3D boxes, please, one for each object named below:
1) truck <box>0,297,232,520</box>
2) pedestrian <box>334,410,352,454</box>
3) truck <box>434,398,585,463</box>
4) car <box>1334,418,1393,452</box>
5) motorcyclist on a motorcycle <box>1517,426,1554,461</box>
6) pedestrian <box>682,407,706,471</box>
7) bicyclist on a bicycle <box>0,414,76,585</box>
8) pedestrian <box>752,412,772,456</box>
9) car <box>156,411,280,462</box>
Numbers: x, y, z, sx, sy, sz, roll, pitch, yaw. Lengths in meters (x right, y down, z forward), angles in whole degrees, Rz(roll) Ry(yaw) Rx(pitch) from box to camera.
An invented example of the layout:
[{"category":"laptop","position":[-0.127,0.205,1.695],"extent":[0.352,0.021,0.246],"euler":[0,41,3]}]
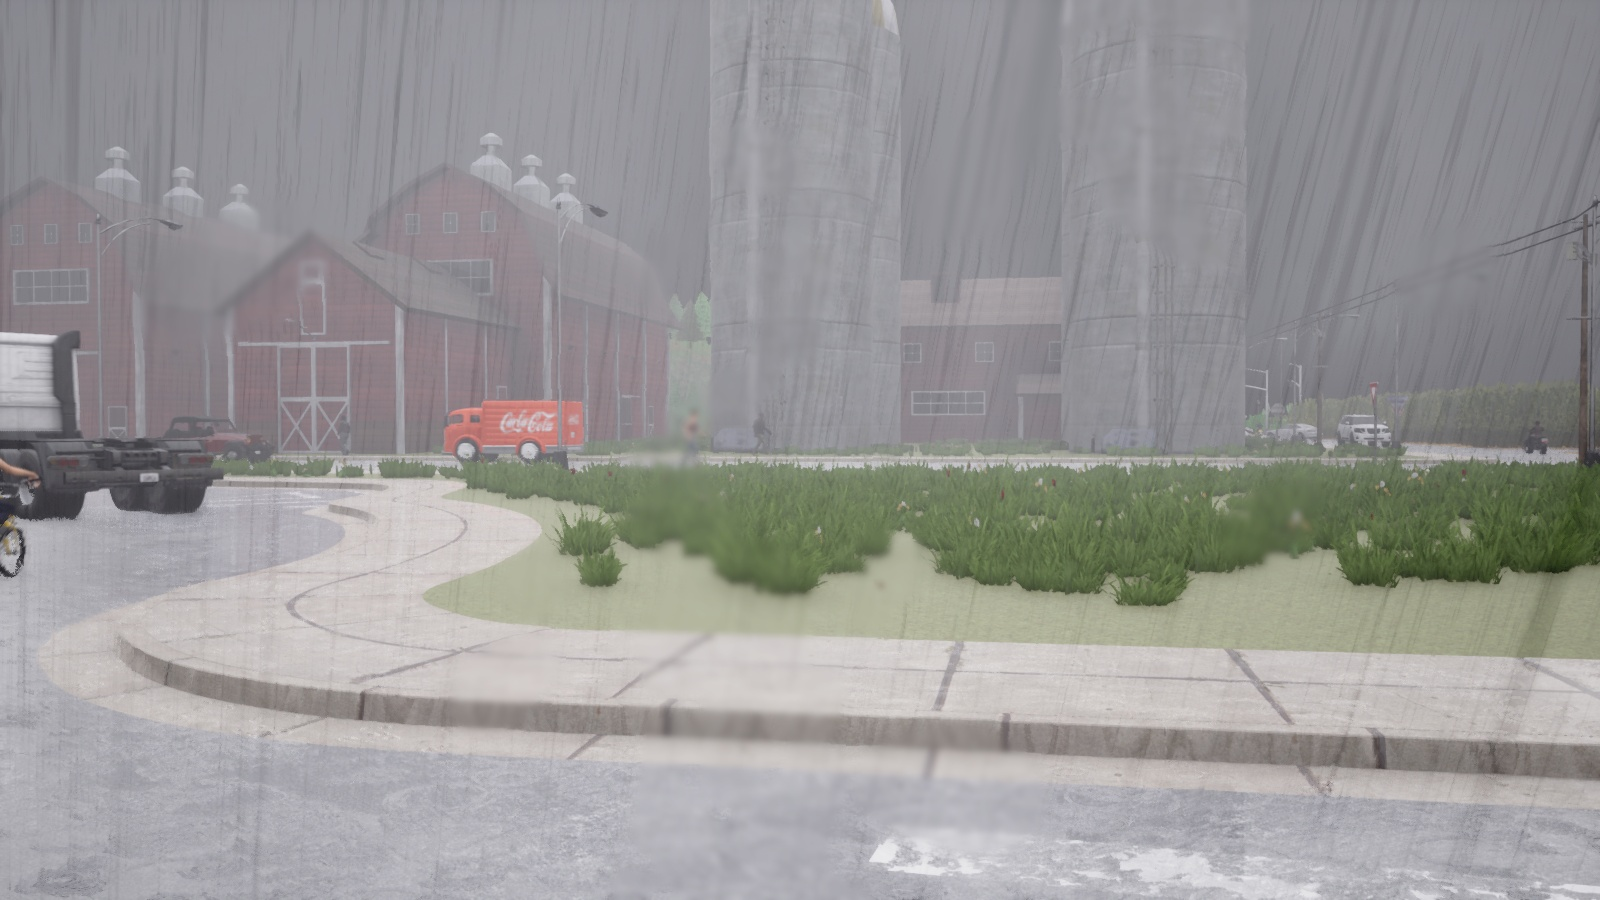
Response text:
[{"category":"truck","position":[-13.957,-0.726,23.106],"extent":[7.936,3.462,2.891],"euler":[1,1,37]},{"category":"pedestrian","position":[-20.142,-0.815,55.356],"extent":[0.666,1.930,0.402],"euler":[1,1,24]},{"category":"truck","position":[-11.428,-0.786,49.565],"extent":[5.204,2.467,2.627],"euler":[1,1,10]},{"category":"car","position":[35.505,-0.967,79.236],"extent":[2.150,2.045,5.566],"euler":[1,1,11]},{"category":"motorcyclist on a motorcycle","position":[35.648,-0.340,60.897],"extent":[0.766,1.649,2.350],"euler":[1,1,11]},{"category":"pedestrian","position":[-3.050,-0.310,36.117],"extent":[0.594,1.836,0.345],"euler":[0,1,9]},{"category":"bicyclist on a bicycle","position":[-7.982,0.456,12.354],"extent":[0.866,1.612,1.509],"euler":[0,1,-2]},{"category":"pedestrian","position":[-1.610,-0.679,53.426],"extent":[0.703,1.840,0.431],"euler":[1,1,28]},{"category":"car","position":[-22.152,-0.524,47.853],"extent":[3.866,1.878,1.905],"euler":[1,1,10]}]
